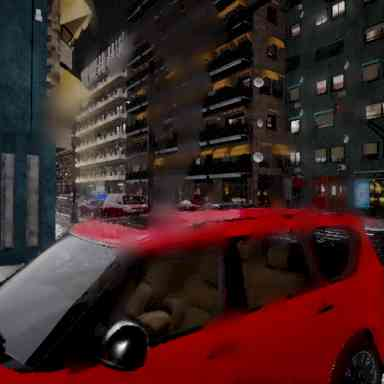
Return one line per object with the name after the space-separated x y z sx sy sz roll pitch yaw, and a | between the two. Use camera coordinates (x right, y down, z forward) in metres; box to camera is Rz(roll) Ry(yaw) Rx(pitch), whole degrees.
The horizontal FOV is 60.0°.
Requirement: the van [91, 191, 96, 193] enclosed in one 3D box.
-13.304 0.727 47.399 1.690 1.788 3.998 2 0 -36 | van

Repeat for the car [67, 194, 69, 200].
-19.860 0.770 56.409 1.887 1.381 4.507 2 0 -36 | car

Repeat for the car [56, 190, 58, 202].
-21.264 0.663 48.649 2.097 1.767 4.553 1 0 -36 | car

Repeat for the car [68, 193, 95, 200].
-10.365 1.073 33.490 2.033 1.411 5.357 1 0 -36 | car

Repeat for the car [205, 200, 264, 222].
3.070 1.354 24.871 1.947 1.339 4.313 2 0 -36 | car

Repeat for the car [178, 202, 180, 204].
-0.206 1.289 29.376 1.802 1.307 4.206 2 0 -36 | car

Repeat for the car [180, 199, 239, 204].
1.717 1.323 16.372 2.128 1.511 4.902 1 1 -32 | car

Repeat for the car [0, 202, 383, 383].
-0.310 1.224 3.036 5.566 2.045 2.150 0 0 -36 | car

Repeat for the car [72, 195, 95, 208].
-7.006 1.183 24.480 1.887 1.381 4.507 2 0 -36 | car

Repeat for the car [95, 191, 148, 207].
-3.724 1.034 19.975 2.192 1.841 5.009 2 0 -36 | car

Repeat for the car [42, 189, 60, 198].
-29.681 0.301 69.926 2.192 1.841 5.009 2 0 -36 | car
